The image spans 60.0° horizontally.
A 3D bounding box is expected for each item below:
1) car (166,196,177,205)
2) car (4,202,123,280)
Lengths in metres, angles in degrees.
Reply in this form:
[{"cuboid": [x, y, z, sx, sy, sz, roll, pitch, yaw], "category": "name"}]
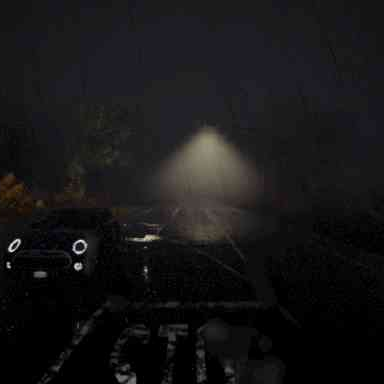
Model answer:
[{"cuboid": [-3.840, 1.607, 63.389, 1.837, 1.490, 4.892, 0, 0, -1], "category": "car"}, {"cuboid": [-3.492, 1.251, 9.895, 2.097, 1.767, 4.553, 1, 2, 0], "category": "car"}]
